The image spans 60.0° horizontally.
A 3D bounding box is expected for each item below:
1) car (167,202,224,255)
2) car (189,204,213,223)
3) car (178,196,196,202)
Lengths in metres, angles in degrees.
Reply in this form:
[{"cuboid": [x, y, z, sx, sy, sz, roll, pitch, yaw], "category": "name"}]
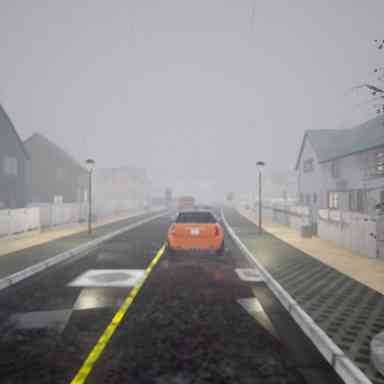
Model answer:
[{"cuboid": [0.174, 1.481, 14.009, 2.097, 1.767, 4.553, 0, -1, 2], "category": "car"}, {"cuboid": [0.852, 1.836, 29.145, 1.994, 1.385, 4.181, 0, 0, 4], "category": "car"}, {"cuboid": [-0.596, 1.629, 45.733, 2.150, 2.045, 5.566, 0, -1, 6], "category": "car"}]
